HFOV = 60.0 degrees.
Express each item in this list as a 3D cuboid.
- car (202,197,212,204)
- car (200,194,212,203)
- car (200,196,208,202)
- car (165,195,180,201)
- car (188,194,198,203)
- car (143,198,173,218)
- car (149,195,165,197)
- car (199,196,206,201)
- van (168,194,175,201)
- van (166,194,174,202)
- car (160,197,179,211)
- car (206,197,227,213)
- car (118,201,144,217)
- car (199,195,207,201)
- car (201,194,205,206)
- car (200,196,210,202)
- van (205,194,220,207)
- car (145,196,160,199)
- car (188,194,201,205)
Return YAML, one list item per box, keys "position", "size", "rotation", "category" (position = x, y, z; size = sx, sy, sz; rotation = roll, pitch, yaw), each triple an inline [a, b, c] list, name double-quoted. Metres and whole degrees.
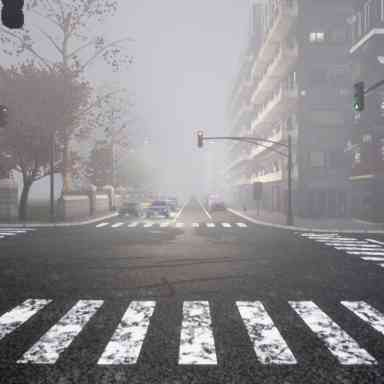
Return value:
- position: [2.906, 1.602, 64.681]
  size: [1.887, 1.381, 4.507]
  rotation: [0, 0, 0]
  category: "car"
- position: [2.925, 1.382, 70.312]
  size: [2.192, 1.841, 5.009]
  rotation: [0, 0, 0]
  category: "car"
- position: [2.961, 1.634, 81.572]
  size: [1.887, 1.381, 4.507]
  rotation: [0, 0, 0]
  category: "car"
- position: [-2.910, 1.540, 50.436]
  size: [1.837, 1.490, 4.892]
  rotation: [0, 0, 0]
  category: "car"
- position: [0.246, 1.424, 71.423]
  size: [2.097, 1.767, 4.553]
  rotation: [0, 0, 0]
  category: "car"
- position: [-2.993, 1.539, 30.321]
  size: [1.812, 1.442, 4.674]
  rotation: [0, 0, 0]
  category: "car"
- position: [-5.529, 1.346, 47.819]
  size: [2.192, 1.841, 5.009]
  rotation: [0, 0, 0]
  category: "car"
- position: [2.998, 1.699, 92.832]
  size: [1.802, 1.307, 4.206]
  rotation: [0, 0, 0]
  category: "car"
- position: [-5.400, 1.444, 87.229]
  size: [1.690, 1.788, 3.998]
  rotation: [0, 0, 0]
  category: "van"
- position: [-5.419, 1.431, 81.600]
  size: [1.690, 1.788, 3.998]
  rotation: [0, 0, 0]
  category: "van"
- position: [-2.960, 1.623, 40.245]
  size: [1.895, 1.301, 4.718]
  rotation: [0, 0, 0]
  category: "car"
- position: [2.813, 1.563, 36.530]
  size: [1.887, 1.381, 4.507]
  rotation: [0, 0, 0]
  category: "car"
- position: [-5.585, 1.579, 30.928]
  size: [1.947, 1.339, 4.313]
  rotation: [0, 0, 0]
  category: "car"
- position: [2.980, 1.543, 87.201]
  size: [1.967, 1.590, 4.097]
  rotation: [0, 0, 0]
  category: "car"
- position: [2.869, 1.479, 53.422]
  size: [1.967, 1.590, 4.097]
  rotation: [0, 0, 0]
  category: "car"
- position: [2.943, 1.628, 75.942]
  size: [2.008, 1.369, 4.403]
  rotation: [0, 0, 0]
  category: "car"
- position: [2.833, 1.365, 42.161]
  size: [1.690, 1.788, 3.998]
  rotation: [0, 0, 0]
  category: "van"
- position: [-5.548, 1.549, 42.019]
  size: [1.752, 1.417, 4.829]
  rotation: [0, 0, 0]
  category: "car"
- position: [0.303, 1.577, 61.343]
  size: [1.812, 1.442, 4.674]
  rotation: [0, 0, 0]
  category: "car"
